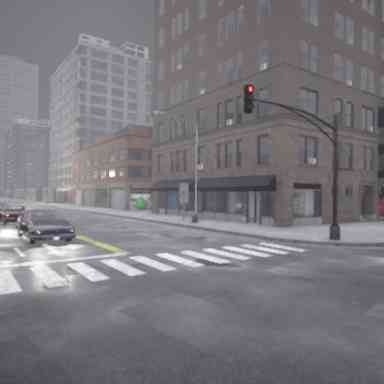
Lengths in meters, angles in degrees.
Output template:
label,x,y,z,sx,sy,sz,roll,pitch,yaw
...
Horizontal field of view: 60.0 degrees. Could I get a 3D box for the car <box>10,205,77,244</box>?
label,x,y,z,sx,sy,sz,roll,pitch,yaw
car,-7.325,1.593,16.385,2.033,1.411,5.357,1,-1,-36

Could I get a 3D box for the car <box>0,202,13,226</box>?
label,x,y,z,sx,sy,sz,roll,pitch,yaw
car,-12.860,1.653,24.212,1.895,1.301,4.718,1,-1,-35
